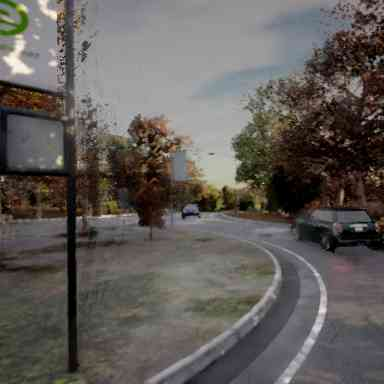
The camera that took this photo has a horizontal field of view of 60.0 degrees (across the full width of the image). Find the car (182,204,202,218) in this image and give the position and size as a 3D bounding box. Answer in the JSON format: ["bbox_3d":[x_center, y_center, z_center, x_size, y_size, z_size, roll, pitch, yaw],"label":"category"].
[{"bbox_3d":[0.003,1.916,34.399,2.033,1.411,5.357,-1,-1,3],"label":"car"}]

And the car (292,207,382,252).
[{"bbox_3d":[6.101,1.434,14.601,2.097,1.767,4.553,-1,0,-4],"label":"car"}]

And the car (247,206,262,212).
[{"bbox_3d":[14.276,4.349,77.731,2.150,2.045,5.566,-1,-5,20],"label":"car"}]
